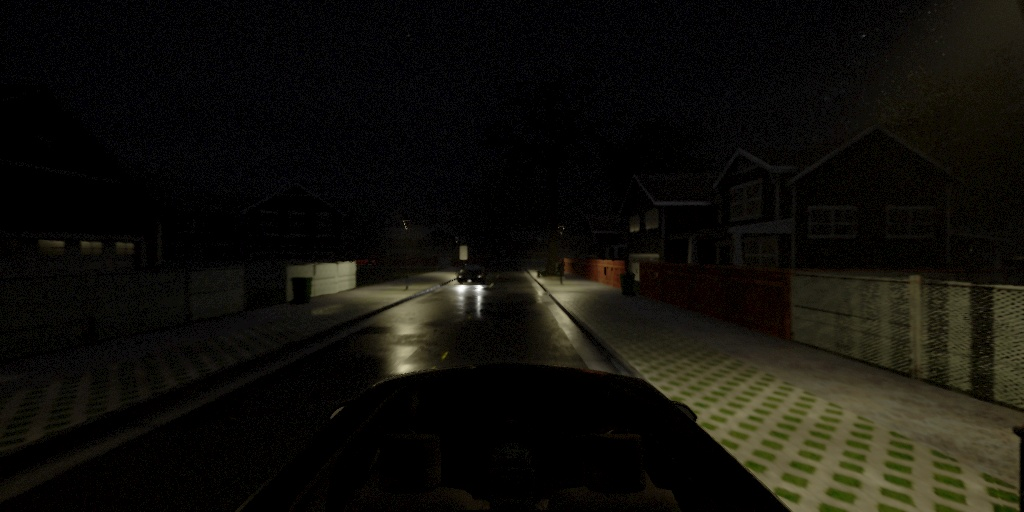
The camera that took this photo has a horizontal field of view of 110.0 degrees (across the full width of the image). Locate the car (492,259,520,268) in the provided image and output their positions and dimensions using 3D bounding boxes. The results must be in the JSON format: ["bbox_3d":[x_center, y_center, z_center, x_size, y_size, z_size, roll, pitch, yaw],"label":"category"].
[{"bbox_3d":[-1.409,1.206,59.715,5.357,1.411,2.033,1,0,-20],"label":"car"}]

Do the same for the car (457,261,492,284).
[{"bbox_3d":[-2.849,1.274,26.693,2.033,1.411,5.357,0,0,0],"label":"car"}]

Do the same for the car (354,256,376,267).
[{"bbox_3d":[-22.160,0.739,52.158,4.553,1.767,2.097,0,0,-20],"label":"car"}]
